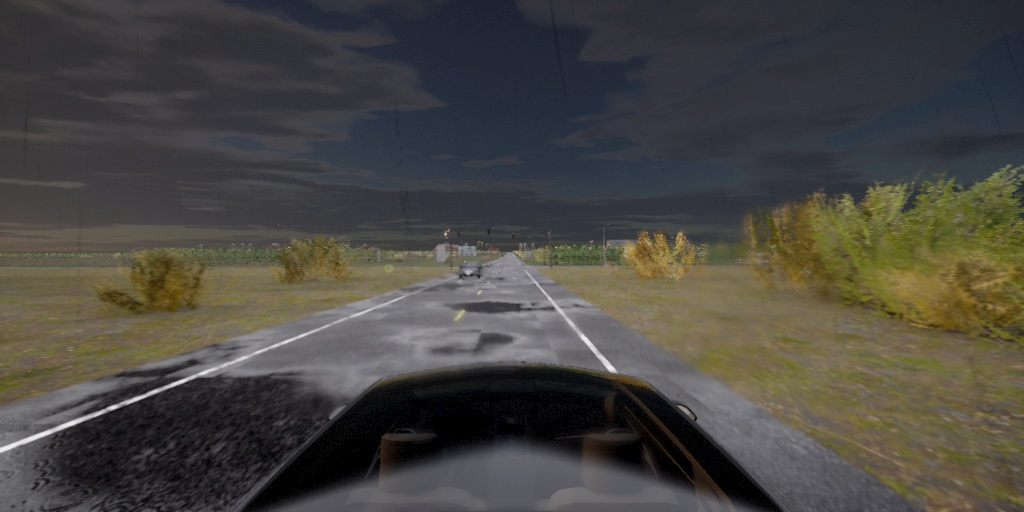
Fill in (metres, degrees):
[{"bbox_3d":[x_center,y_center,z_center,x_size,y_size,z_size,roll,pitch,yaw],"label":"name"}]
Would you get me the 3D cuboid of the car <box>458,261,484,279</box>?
[{"bbox_3d":[-3.583,1.212,32.012,2.128,1.511,4.902,0,0,0],"label":"car"}]
